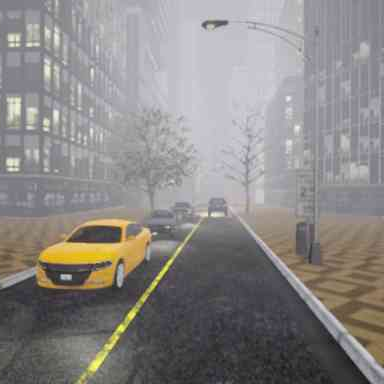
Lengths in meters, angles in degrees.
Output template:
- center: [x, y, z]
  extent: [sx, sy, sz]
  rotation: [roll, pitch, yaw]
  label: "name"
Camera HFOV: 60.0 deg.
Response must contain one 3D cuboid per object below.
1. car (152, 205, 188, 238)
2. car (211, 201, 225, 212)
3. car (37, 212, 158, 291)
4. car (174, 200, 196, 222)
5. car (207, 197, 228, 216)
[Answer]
- center: [-1.666, 1.721, 19.362]
  extent: [2.033, 1.411, 5.357]
  rotation: [0, -1, 5]
  label: "car"
- center: [3.801, 2.062, 48.547]
  extent: [2.033, 1.411, 5.357]
  rotation: [0, -1, 5]
  label: "car"
- center: [-2.459, 1.551, 9.511]
  extent: [1.882, 1.535, 5.008]
  rotation: [0, -1, 5]
  label: "car"
- center: [-0.828, 1.633, 29.593]
  extent: [2.097, 1.767, 4.553]
  rotation: [0, -1, 5]
  label: "car"
- center: [2.938, 1.617, 37.862]
  extent: [2.150, 2.045, 5.566]
  rotation: [0, -1, 5]
  label: "car"
